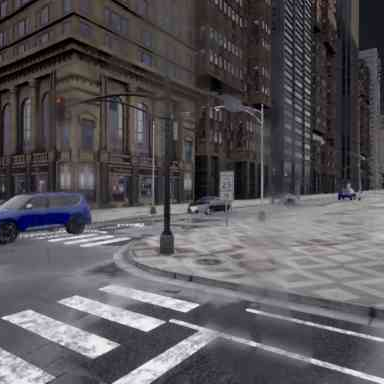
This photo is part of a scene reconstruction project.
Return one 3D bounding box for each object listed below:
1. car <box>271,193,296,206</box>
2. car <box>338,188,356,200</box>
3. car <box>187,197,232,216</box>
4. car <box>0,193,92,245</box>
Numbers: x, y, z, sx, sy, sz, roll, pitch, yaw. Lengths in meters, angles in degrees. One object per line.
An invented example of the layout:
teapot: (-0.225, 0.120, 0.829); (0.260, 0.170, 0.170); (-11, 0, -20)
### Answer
car: (11.505, 0.910, 41.683); (2.128, 1.511, 4.902); (0, 1, 36)
car: (27.002, 0.359, 57.879); (2.150, 2.045, 5.566); (0, 1, 36)
car: (1.526, 1.140, 27.780); (2.128, 1.511, 4.902); (0, 1, 36)
car: (-7.315, 1.076, 15.439); (2.150, 2.045, 5.566); (0, 1, 36)
